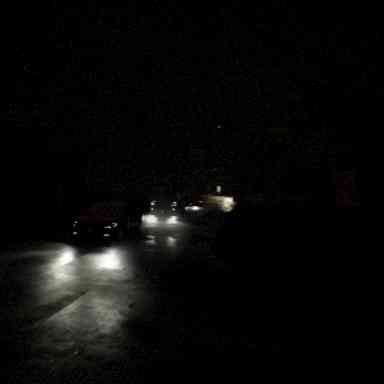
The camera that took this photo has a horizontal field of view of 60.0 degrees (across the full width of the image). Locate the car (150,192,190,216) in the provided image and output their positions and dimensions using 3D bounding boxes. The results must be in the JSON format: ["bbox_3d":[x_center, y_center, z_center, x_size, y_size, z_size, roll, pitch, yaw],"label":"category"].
[{"bbox_3d":[-1.798,0.834,26.551,2.097,1.767,4.553,3,1,9],"label":"car"}]

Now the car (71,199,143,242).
[{"bbox_3d":[-3.469,1.099,14.435,1.882,1.535,5.008,3,1,5],"label":"car"}]

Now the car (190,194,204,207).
[{"bbox_3d":[0.296,0.911,39.597,2.033,1.411,5.357,3,1,9],"label":"car"}]
